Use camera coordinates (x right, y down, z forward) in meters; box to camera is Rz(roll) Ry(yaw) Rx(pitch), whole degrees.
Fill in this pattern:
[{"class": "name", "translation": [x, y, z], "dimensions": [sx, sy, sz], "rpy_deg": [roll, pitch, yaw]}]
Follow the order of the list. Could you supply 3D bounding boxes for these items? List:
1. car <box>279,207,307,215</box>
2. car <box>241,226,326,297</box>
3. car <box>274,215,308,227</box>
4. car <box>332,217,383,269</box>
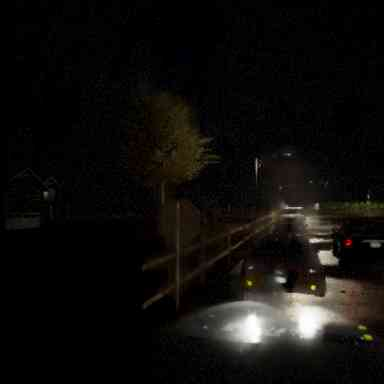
[{"class": "car", "translation": [9.204, 2.398, 30.242], "dimensions": [2.150, 2.045, 5.566], "rpy_deg": [-1, -2, 18]}, {"class": "car", "translation": [2.675, 1.919, 9.589], "dimensions": [1.994, 1.385, 4.181], "rpy_deg": [-1, -3, 19]}, {"class": "car", "translation": [5.864, 2.314, 19.711], "dimensions": [1.994, 1.385, 4.181], "rpy_deg": [-1, -3, 17]}, {"class": "car", "translation": [6.595, 1.802, 12.713], "dimensions": [2.097, 1.767, 4.553], "rpy_deg": [-1, -2, 19]}]
